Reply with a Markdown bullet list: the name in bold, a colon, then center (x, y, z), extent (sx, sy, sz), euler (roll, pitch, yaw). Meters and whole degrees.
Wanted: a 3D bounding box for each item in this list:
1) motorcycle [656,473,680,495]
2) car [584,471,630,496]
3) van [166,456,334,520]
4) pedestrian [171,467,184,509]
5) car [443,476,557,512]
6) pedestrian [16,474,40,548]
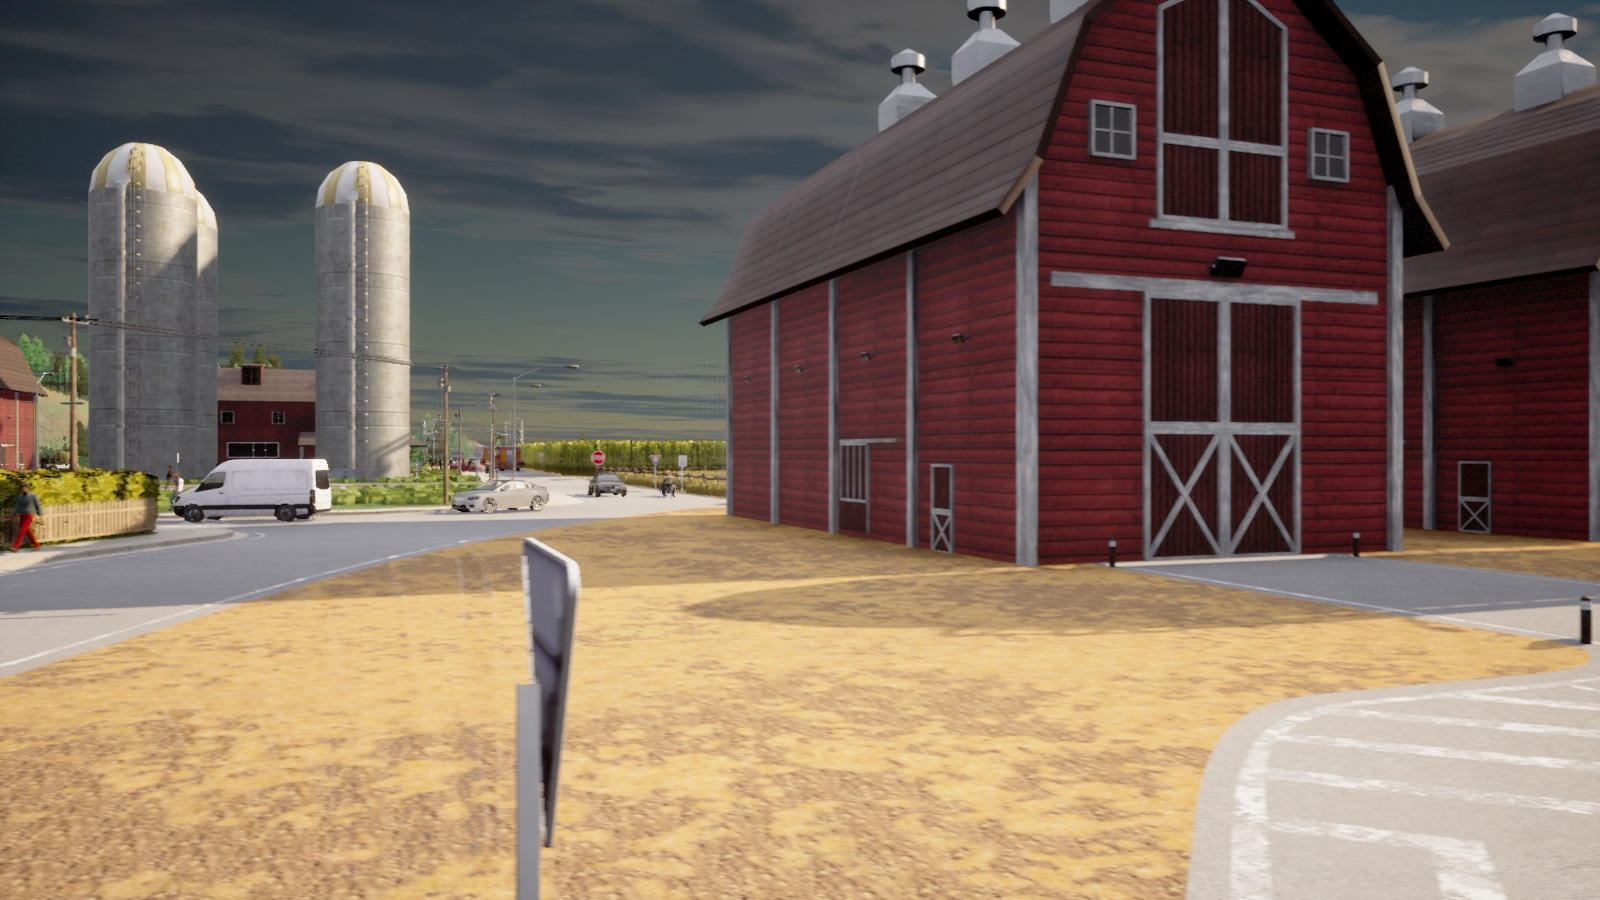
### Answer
- **motorcycle**: center (-8.334, 2.157, 72.080), extent (0.764, 1.307, 2.356), euler (1, -1, -26)
- **car**: center (-12.242, 2.083, 72.332), extent (2.002, 1.442, 4.674), euler (0, 0, -20)
- **van**: center (-22.582, 1.527, 47.103), extent (5.915, 2.561, 1.988), euler (0, -1, -2)
- **pedestrian**: center (-27.622, 1.696, 50.674), extent (0.375, 1.860, 0.375), euler (0, 0, 6)
- **car**: center (-13.815, 1.990, 52.873), extent (2.128, 1.511, 4.902), euler (0, 0, 35)
- **pedestrian**: center (-19.811, 1.558, 29.324), extent (0.375, 1.860, 0.375), euler (0, 0, 4)
